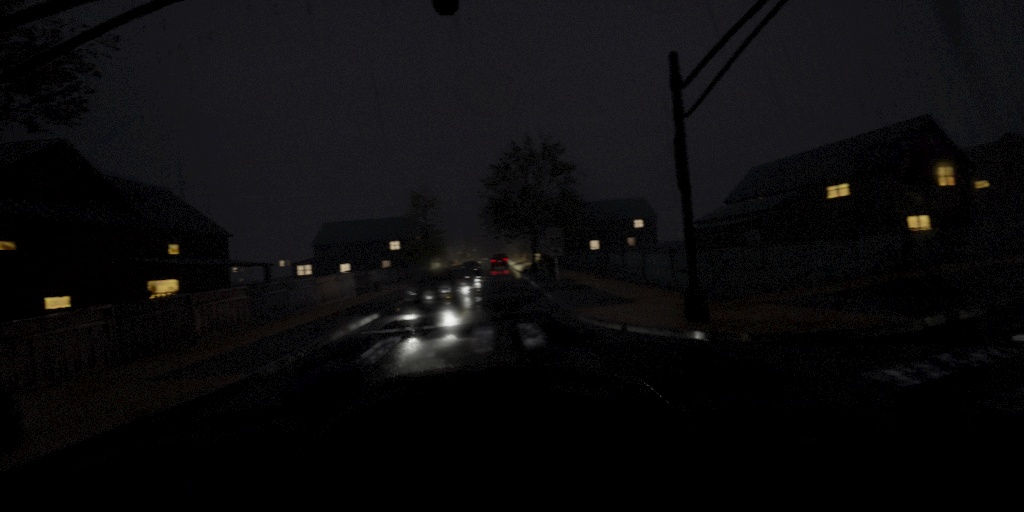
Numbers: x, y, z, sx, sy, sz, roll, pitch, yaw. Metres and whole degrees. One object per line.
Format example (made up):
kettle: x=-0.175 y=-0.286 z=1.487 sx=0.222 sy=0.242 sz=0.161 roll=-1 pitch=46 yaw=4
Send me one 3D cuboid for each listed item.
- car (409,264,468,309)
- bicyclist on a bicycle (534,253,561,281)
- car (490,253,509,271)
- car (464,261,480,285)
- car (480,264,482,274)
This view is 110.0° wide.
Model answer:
car: x=-3.328 y=1.352 z=16.275 sx=1.837 sy=1.490 sz=4.892 roll=-5 pitch=1 yaw=-2
bicyclist on a bicycle: x=2.109 y=0.652 z=21.579 sx=1.656 sy=1.620 sz=0.582 roll=-4 pitch=0 yaw=-2
car: x=-1.627 y=0.695 z=46.164 sx=2.150 sy=2.045 sz=5.566 roll=-5 pitch=0 yaw=-3
car: x=-3.722 y=1.353 z=26.173 sx=2.033 sy=1.411 sz=5.357 roll=-5 pitch=0 yaw=-2
car: x=-4.132 y=1.266 z=36.426 sx=1.837 sy=1.490 sz=4.892 roll=-5 pitch=0 yaw=-2
